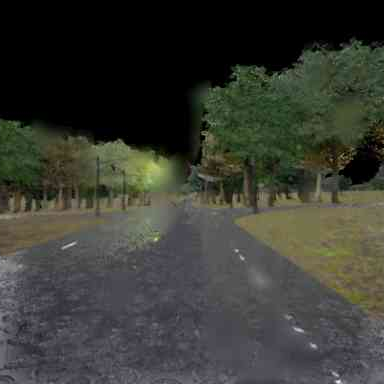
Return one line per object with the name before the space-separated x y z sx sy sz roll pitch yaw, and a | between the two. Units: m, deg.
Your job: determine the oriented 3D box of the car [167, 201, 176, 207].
car | -4.256 2.439 69.779 1.895 1.301 4.718 0 -1 -1
